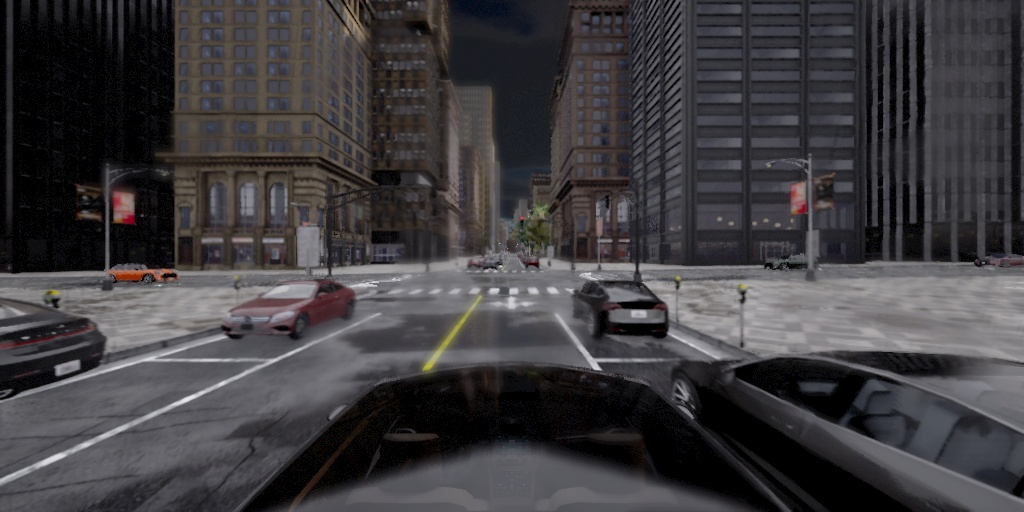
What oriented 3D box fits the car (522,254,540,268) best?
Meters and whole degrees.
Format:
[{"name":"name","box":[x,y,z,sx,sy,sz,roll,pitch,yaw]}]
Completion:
[{"name":"car","box":[3.016,0.838,53.219,2.192,1.841,5.009,0,0,0]}]

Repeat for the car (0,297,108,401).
[{"name":"car","box":[-7.491,1.132,3.983,4.403,1.370,2.007,0,0,-9]}]

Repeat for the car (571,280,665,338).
[{"name":"car","box":[2.762,1.293,9.897,1.948,1.339,4.313,0,0,0]}]

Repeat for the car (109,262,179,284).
[{"name":"car","box":[-30.284,1.368,29.490,4.553,1.767,2.097,-1,0,0]}]

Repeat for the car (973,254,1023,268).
[{"name":"car","box":[49.137,0.477,35.858,4.181,1.385,1.994,-1,0,0]}]

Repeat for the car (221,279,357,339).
[{"name":"car","box":[-5.763,1.309,9.902,1.802,1.307,4.207,0,0,0]}]

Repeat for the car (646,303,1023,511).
[{"name":"car","box":[2.763,1.314,2.531,1.948,1.339,4.313,0,0,0]}]

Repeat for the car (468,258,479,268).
[{"name":"car","box":[-5.509,1.068,53.271,1.888,1.381,4.507,0,0,0]}]

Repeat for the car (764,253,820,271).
[{"name":"car","box":[27.952,0.590,36.005,4.553,1.767,2.097,-1,0,0]}]

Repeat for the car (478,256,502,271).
[{"name":"car","box":[-2.789,1.125,46.628,2.033,1.411,5.357,0,1,0]}]

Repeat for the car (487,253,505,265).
[{"name":"car","box":[-2.692,0.808,61.905,2.097,1.767,4.553,0,0,0]}]
